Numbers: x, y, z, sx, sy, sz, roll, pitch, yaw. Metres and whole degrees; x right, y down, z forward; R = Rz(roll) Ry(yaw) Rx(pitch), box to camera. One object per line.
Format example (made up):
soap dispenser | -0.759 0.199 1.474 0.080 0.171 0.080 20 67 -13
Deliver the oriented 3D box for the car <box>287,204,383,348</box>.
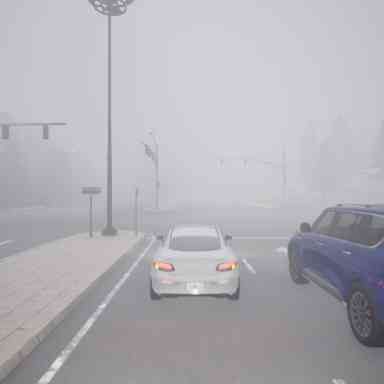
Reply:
car | 3.554 1.228 6.433 2.150 2.045 5.566 0 0 1

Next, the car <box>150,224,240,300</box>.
car | 0.063 1.534 8.279 1.812 1.442 4.674 0 0 0
